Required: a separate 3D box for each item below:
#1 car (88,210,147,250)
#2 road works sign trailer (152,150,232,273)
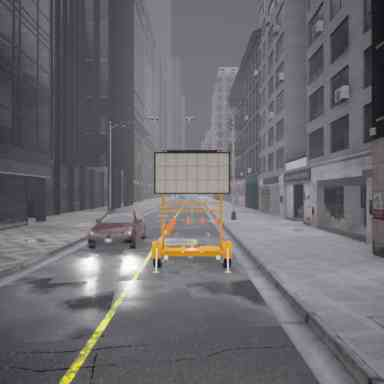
[{"bbox_3d":[-3.079,1.525,14.554,1.812,1.442,4.674,0,0,0],"label":"car"},{"bbox_3d":[0.005,0.464,10.635,2.380,3.560,2.880,0,0,0],"label":"road works sign trailer"}]
